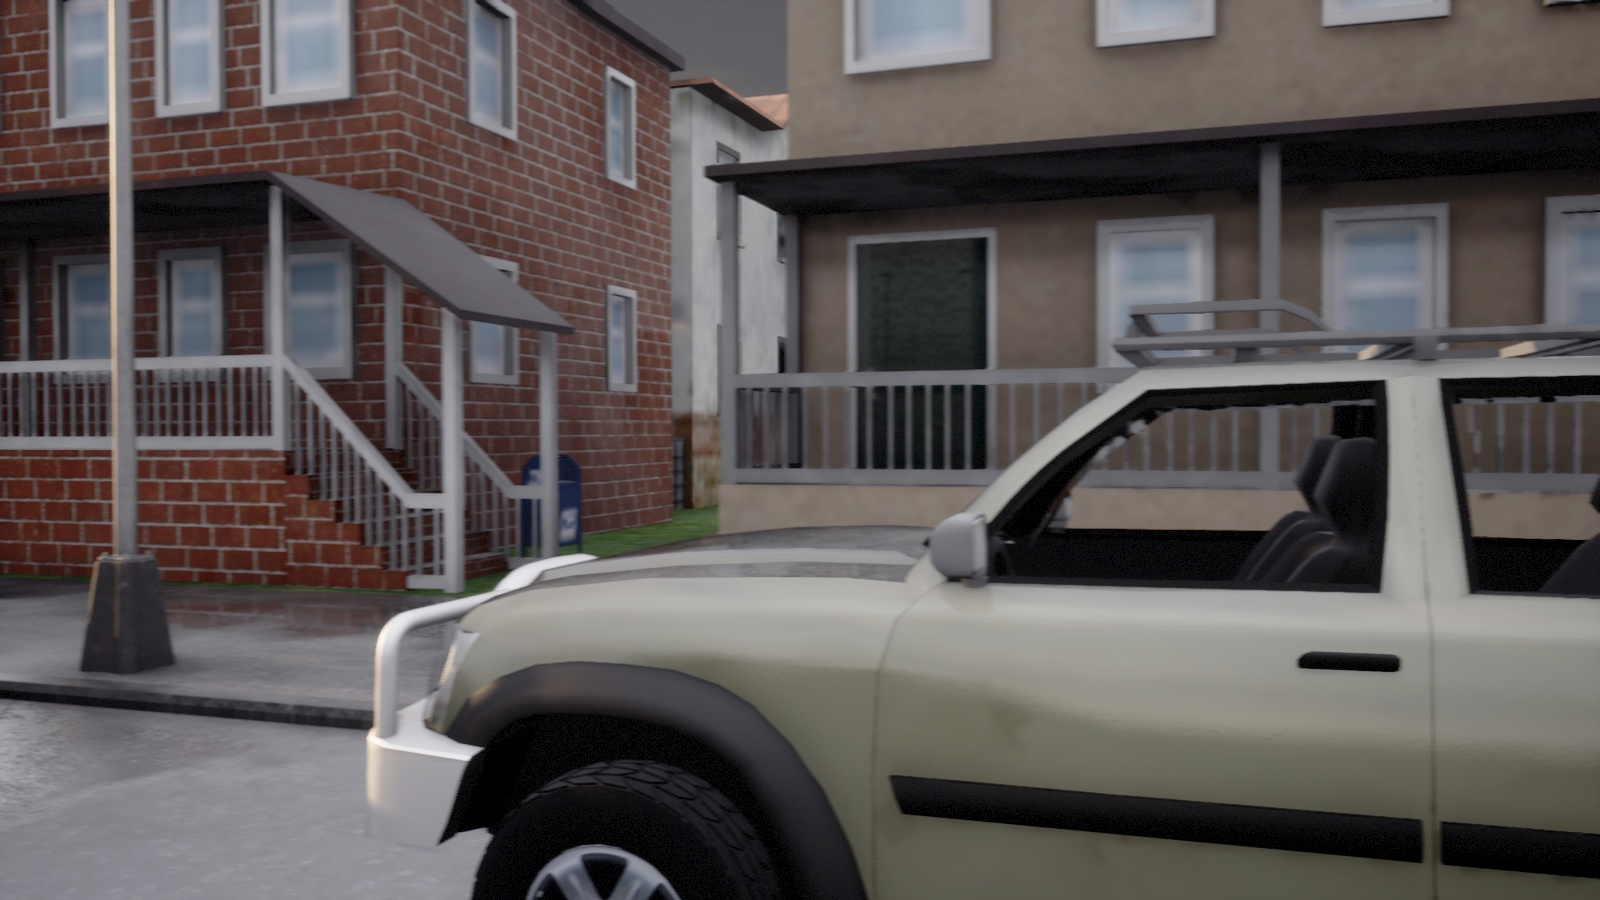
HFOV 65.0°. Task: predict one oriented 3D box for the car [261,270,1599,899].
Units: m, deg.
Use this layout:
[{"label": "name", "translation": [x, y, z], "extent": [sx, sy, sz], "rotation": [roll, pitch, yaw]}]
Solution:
[{"label": "car", "translation": [1.142, 0.593, 3.337], "extent": [4.605, 1.855, 1.932], "rotation": [0, 1, 19]}]
